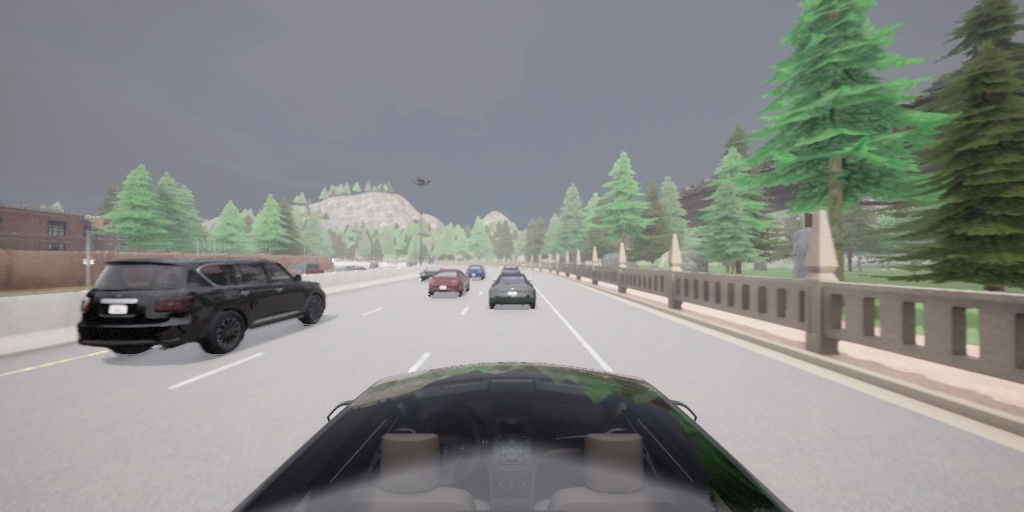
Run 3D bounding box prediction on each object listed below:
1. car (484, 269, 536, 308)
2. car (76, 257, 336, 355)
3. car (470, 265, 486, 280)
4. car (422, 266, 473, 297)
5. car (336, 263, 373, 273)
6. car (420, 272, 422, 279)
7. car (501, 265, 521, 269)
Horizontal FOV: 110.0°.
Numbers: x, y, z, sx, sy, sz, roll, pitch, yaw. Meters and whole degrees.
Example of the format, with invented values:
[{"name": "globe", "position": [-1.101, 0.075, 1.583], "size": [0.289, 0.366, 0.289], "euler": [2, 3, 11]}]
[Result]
[{"name": "car", "position": [0.012, 1.457, 16.067], "size": [1.994, 1.385, 4.181], "euler": [0, -1, 0]}, {"name": "car", "position": [-6.965, 1.051, 9.030], "size": [2.150, 2.045, 5.566], "euler": [0, 0, 0]}, {"name": "car", "position": [-3.623, 1.618, 35.991], "size": [1.812, 1.442, 4.674], "euler": [0, -1, -1]}, {"name": "car", "position": [-3.523, 1.465, 20.506], "size": [1.812, 1.442, 4.674], "euler": [0, -1, 0]}, {"name": "car", "position": [-14.292, 1.544, 31.282], "size": [2.128, 1.511, 4.902], "euler": [0, -1, -1]}, {"name": "car", "position": [-7.090, 1.669, 33.354], "size": [1.895, 1.301, 4.718], "euler": [0, -1, 0]}, {"name": "car", "position": [-0.099, 1.572, 35.001], "size": [2.128, 1.511, 4.902], "euler": [0, -1, 0]}]
